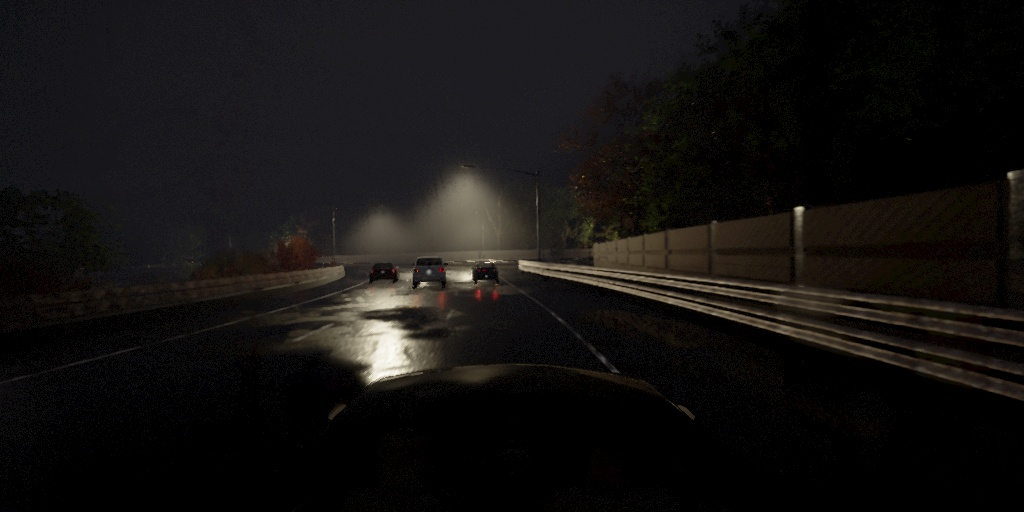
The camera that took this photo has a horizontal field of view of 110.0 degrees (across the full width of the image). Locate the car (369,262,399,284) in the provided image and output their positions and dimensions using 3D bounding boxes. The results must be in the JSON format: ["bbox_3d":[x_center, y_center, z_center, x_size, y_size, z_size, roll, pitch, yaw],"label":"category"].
[{"bbox_3d":[-10.644,1.289,30.096,2.097,1.767,4.553,-1,0,-15],"label":"car"}]

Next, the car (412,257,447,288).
[{"bbox_3d":[-5.754,1.063,25.083,2.150,2.045,5.566,-1,0,-12],"label":"car"}]

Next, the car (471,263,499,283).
[{"bbox_3d":[-2.112,1.254,27.993,2.128,1.511,4.902,-1,0,-7],"label":"car"}]
